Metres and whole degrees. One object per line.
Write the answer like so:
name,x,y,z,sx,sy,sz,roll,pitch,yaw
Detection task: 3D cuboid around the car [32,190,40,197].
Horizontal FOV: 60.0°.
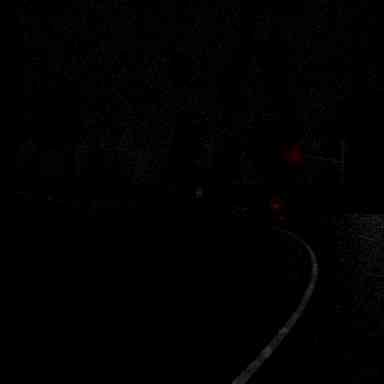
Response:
car,-33.990,0.389,70.122,4.892,1.490,1.837,1,1,36

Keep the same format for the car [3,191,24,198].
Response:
car,-36.137,0.466,67.355,4.718,1.301,1.895,1,1,36

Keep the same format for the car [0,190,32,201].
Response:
car,-28.117,0.621,53.012,4.892,1.490,1.837,1,1,36

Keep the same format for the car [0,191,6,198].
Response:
car,-38.214,0.407,64.538,4.181,1.385,1.994,1,1,36

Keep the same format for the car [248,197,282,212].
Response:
car,8.084,1.371,37.351,1.837,1.490,4.892,3,0,-21
